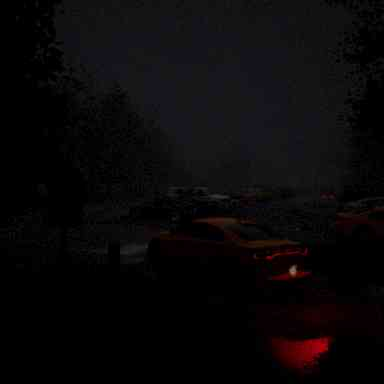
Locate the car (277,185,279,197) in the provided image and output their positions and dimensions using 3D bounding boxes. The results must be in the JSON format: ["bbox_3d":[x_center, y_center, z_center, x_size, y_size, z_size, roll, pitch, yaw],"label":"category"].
[{"bbox_3d":[8.657,0.143,44.647,4.892,1.521,2.231,1,2,25],"label":"car"}]

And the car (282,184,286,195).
[{"bbox_3d":[11.035,0.000,49.663,4.792,1.488,2.163,1,2,25],"label":"car"}]

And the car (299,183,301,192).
[{"bbox_3d":[18.053,-0.517,64.761,4.892,1.521,2.231,1,2,25],"label":"car"}]

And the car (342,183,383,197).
[{"bbox_3d":[26.321,-0.328,51.622,5.566,2.045,2.435,1,2,25],"label":"car"}]

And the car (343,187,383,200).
[{"bbox_3d":[22.840,0.167,44.089,5.008,1.535,2.097,1,2,25],"label":"car"}]

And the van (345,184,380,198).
[{"bbox_3d":[25.071,-0.223,49.151,4.442,1.987,1.878,1,2,25],"label":"van"}]

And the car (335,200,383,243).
[{"bbox_3d":[8.841,1.367,14.110,5.008,1.535,2.097,1,3,25],"label":"car"}]

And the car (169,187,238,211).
[{"bbox_3d":[0.481,0.610,27.034,5.566,2.045,2.435,1,3,25],"label":"car"}]

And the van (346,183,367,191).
[{"bbox_3d":[39.173,-1.202,79.385,4.442,1.987,1.878,1,2,25],"label":"van"}]

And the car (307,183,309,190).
[{"bbox_3d":[23.907,-0.926,77.340,5.008,1.535,2.097,1,2,25],"label":"car"}]

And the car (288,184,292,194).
[{"bbox_3d":[13.328,-0.164,54.717,4.792,1.488,2.163,1,2,25],"label":"car"}]

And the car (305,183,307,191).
[{"bbox_3d":[22.711,-0.970,74.832,4.553,1.767,2.185,1,2,25],"label":"car"}]

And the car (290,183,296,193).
[{"bbox_3d":[15.674,-0.326,59.747,4.792,1.488,2.163,1,2,25],"label":"car"}]

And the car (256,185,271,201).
[{"bbox_3d":[6.204,0.325,39.814,5.366,1.575,1.946,1,3,25],"label":"car"}]

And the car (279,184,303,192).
[{"bbox_3d":[21.538,-0.889,72.317,4.553,1.767,2.185,1,2,25],"label":"car"}]

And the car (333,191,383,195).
[{"bbox_3d":[13.307,0.945,24.108,5.366,1.575,1.946,1,3,25],"label":"car"}]

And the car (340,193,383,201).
[{"bbox_3d":[10.045,1.137,16.599,4.553,1.767,2.185,1,3,25],"label":"car"}]

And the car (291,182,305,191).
[{"bbox_3d":[20.225,-0.687,69.871,5.366,1.575,1.946,1,2,25],"label":"car"}]

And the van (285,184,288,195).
[{"bbox_3d":[12.288,-0.335,52.133,4.442,1.987,1.878,1,2,25],"label":"van"}]

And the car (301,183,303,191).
[{"bbox_3d":[19.214,-0.599,67.281,4.892,1.521,2.231,1,2,25],"label":"car"}]

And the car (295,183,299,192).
[{"bbox_3d":[16.706,-0.443,62.327,5.366,1.575,1.946,1,2,25],"label":"car"}]

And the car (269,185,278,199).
[{"bbox_3d":[7.661,0.235,42.059,5.366,1.575,1.946,1,2,25],"label":"car"}]

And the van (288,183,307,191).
[{"bbox_3d":[26.153,-1.316,82.409,4.442,1.987,1.878,1,2,25],"label":"van"}]

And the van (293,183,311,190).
[{"bbox_3d":[29.665,-1.486,89.941,4.442,1.987,1.878,1,1,25],"label":"van"}]

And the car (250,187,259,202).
[{"bbox_3d":[3.806,0.538,34.676,5.366,1.575,1.946,1,3,25],"label":"car"}]

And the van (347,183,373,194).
[{"bbox_3d":[32.358,-0.711,64.223,4.442,1.987,1.878,1,2,25],"label":"van"}]

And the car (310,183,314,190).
[{"bbox_3d":[27.457,-1.421,84.862,5.566,2.045,2.435,1,2,25],"label":"car"}]

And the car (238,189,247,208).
[{"bbox_3d":[1.797,0.755,29.492,5.366,1.575,1.946,1,3,25],"label":"car"}]

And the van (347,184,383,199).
[{"bbox_3d":[24.111,-0.138,46.543,4.442,1.987,1.878,1,2,25],"label":"van"}]

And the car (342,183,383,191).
[{"bbox_3d":[15.841,0.489,29.024,5.566,2.045,2.435,1,3,25],"label":"car"}]

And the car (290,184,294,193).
[{"bbox_3d":[14.501,-0.245,57.232,4.792,1.488,2.163,1,2,25],"label":"car"}]

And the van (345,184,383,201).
[{"bbox_3d":[21.560,0.024,41.605,4.442,1.987,1.878,1,2,25],"label":"van"}]

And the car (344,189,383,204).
[{"bbox_3d":[19.406,0.457,36.673,4.792,1.488,2.163,1,2,25],"label":"car"}]

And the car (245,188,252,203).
[{"bbox_3d":[2.807,0.650,32.082,4.892,1.521,2.231,1,3,25],"label":"car"}]

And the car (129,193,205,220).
[{"bbox_3d":[-1.917,1.101,22.042,4.792,1.488,2.163,1,3,25],"label":"car"}]

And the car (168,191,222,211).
[{"bbox_3d":[-0.713,0.966,24.540,5.008,1.535,2.097,1,3,25],"label":"car"}]

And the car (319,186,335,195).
[{"bbox_3d":[23.715,-0.267,57.658,2.128,1.511,4.902,1,2,25],"label":"car"}]

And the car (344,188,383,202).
[{"bbox_3d":[20.522,0.368,39.064,4.792,1.488,2.163,1,2,25],"label":"car"}]

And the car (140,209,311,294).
[{"bbox_3d":[0.629,1.403,8.673,1.882,1.535,5.008,2,-1,-34],"label":"car"}]

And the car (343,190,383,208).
[{"bbox_3d":[16.961,0.663,31.567,4.792,1.488,2.163,1,3,25],"label":"car"}]

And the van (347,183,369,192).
[{"bbox_3d":[37.041,-1.036,74.261,4.442,1.987,1.878,1,2,25],"label":"van"}]

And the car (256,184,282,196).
[{"bbox_3d":[9.865,-0.071,47.145,4.553,1.767,2.185,1,2,25],"label":"car"}]
